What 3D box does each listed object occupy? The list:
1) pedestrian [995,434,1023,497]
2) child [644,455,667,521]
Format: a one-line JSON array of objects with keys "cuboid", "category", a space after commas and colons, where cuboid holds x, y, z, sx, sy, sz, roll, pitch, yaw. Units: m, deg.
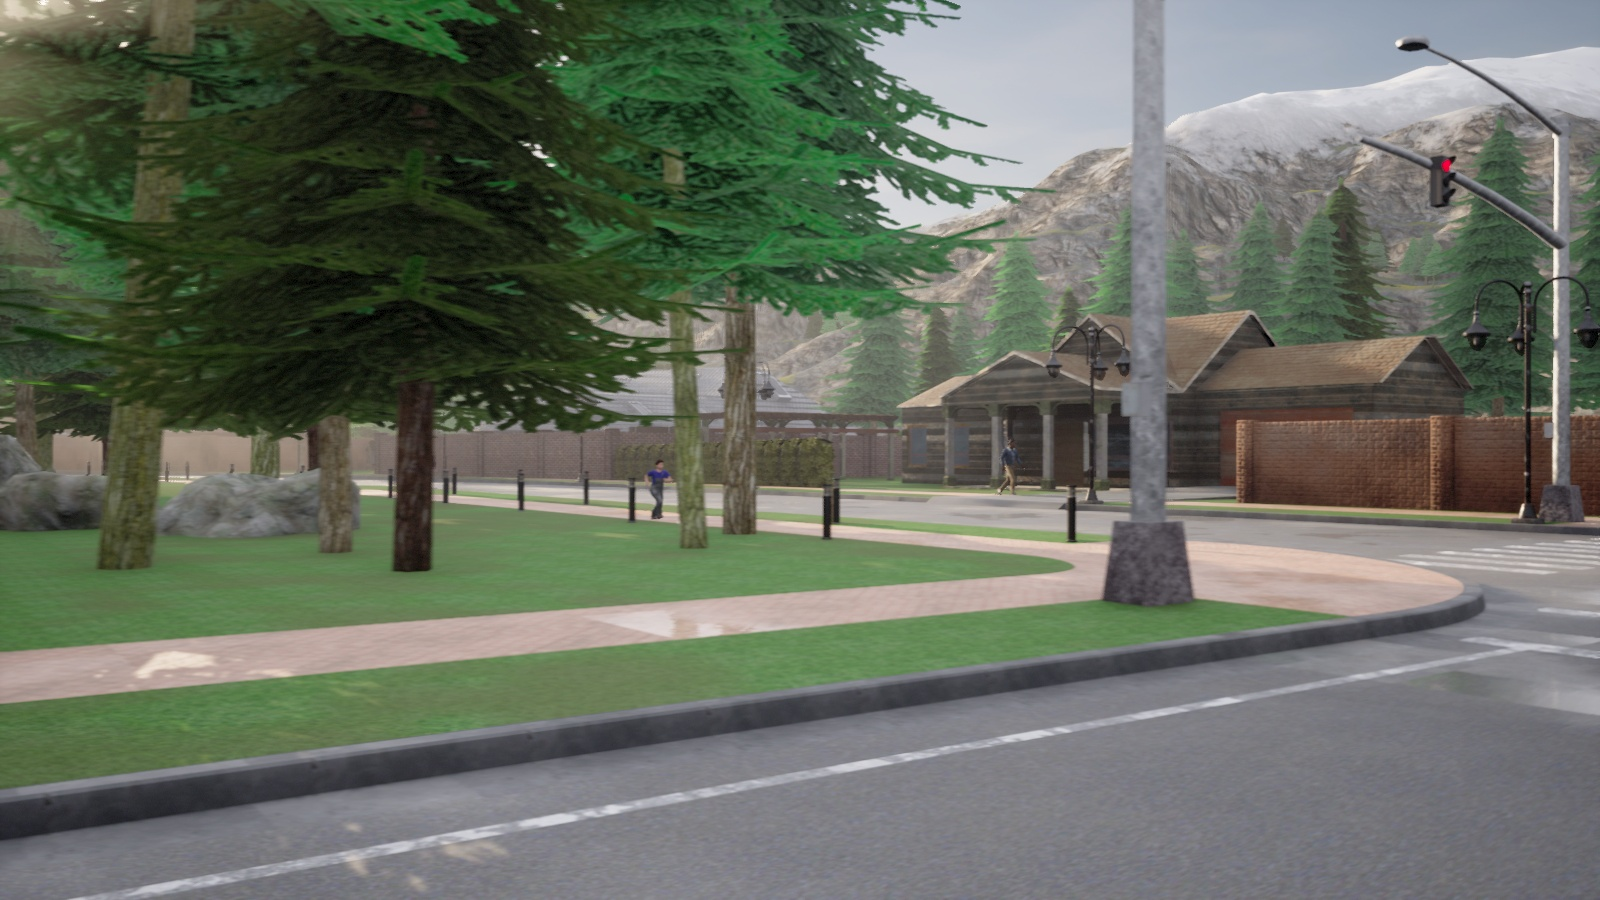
[{"cuboid": [6.493, 0.477, 39.016, 0.423, 1.949, 0.788, 0, 0, -35], "category": "pedestrian"}, {"cuboid": [-2.803, 0.731, 24.391, 0.270, 1.263, 0.437, 0, 0, -36], "category": "child"}]
